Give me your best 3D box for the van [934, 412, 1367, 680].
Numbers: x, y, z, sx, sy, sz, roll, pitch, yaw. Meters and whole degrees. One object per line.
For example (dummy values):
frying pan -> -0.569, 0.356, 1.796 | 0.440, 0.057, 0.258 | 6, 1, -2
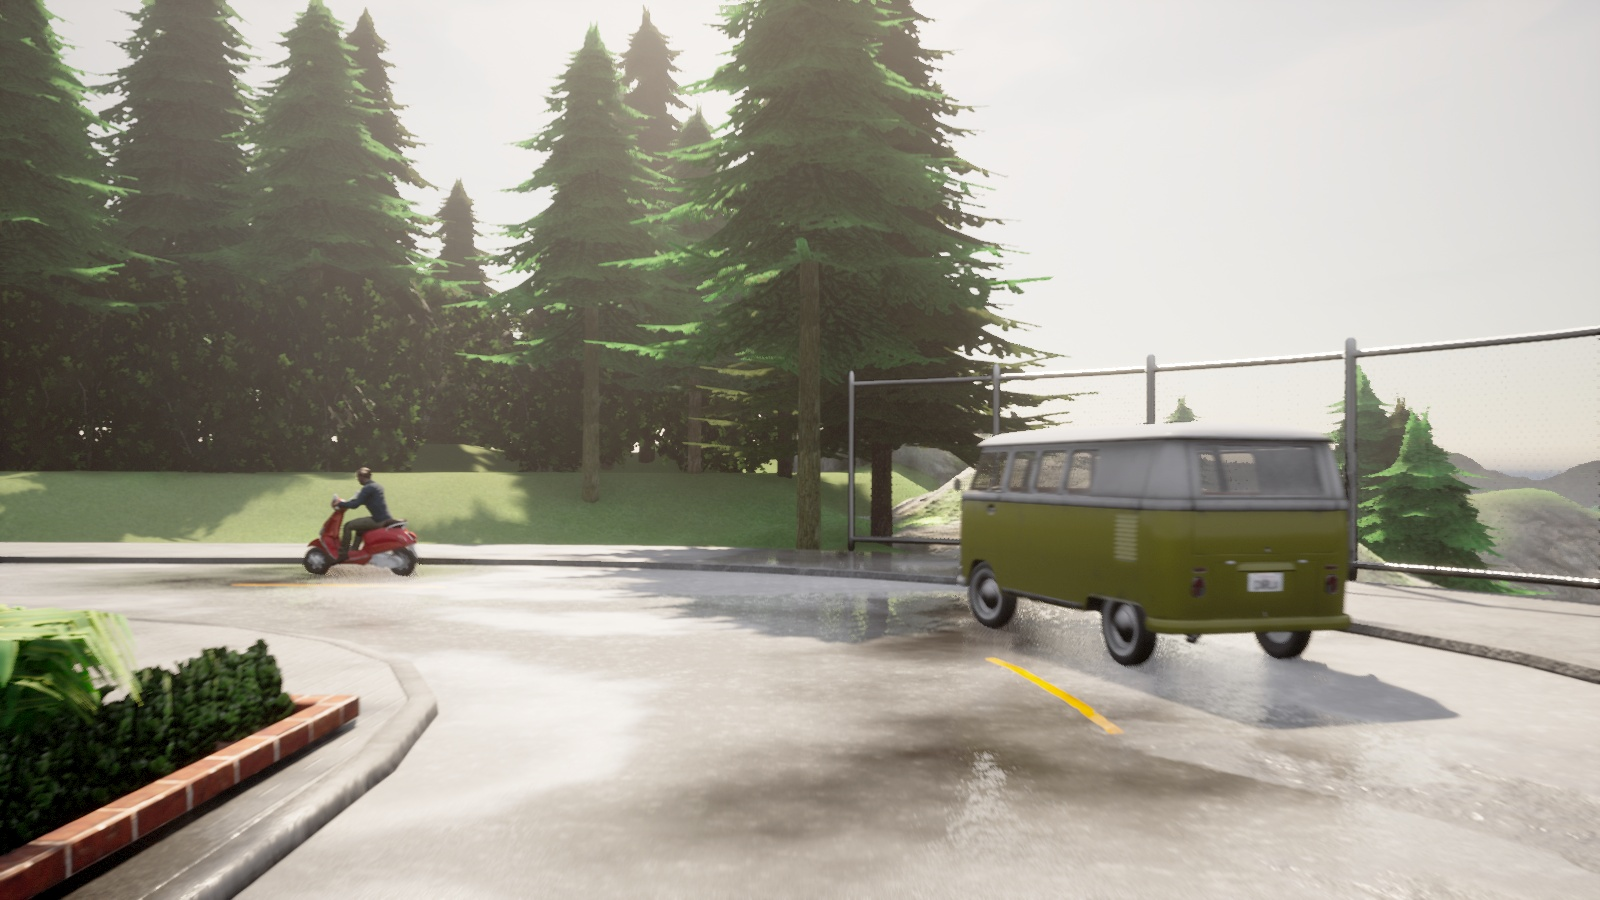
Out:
van -> 2.945, 0.753, 11.712 | 1.775, 1.987, 4.442 | 0, -1, -17

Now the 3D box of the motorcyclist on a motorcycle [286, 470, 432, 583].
motorcyclist on a motorcycle -> -6.455, 1.104, 18.440 | 1.817, 1.590, 0.866 | 0, 0, 7
